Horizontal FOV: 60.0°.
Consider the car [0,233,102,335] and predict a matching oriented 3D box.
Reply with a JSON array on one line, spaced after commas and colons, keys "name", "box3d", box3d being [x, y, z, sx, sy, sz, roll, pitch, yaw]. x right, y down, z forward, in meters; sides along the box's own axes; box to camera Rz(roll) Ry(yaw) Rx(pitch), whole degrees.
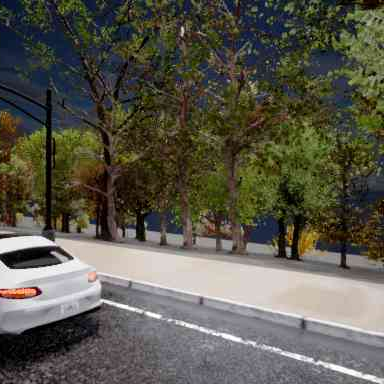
[{"name": "car", "box3d": [-3.624, 1.524, 6.273, 4.674, 1.442, 1.812, 0, 0, 37]}]
